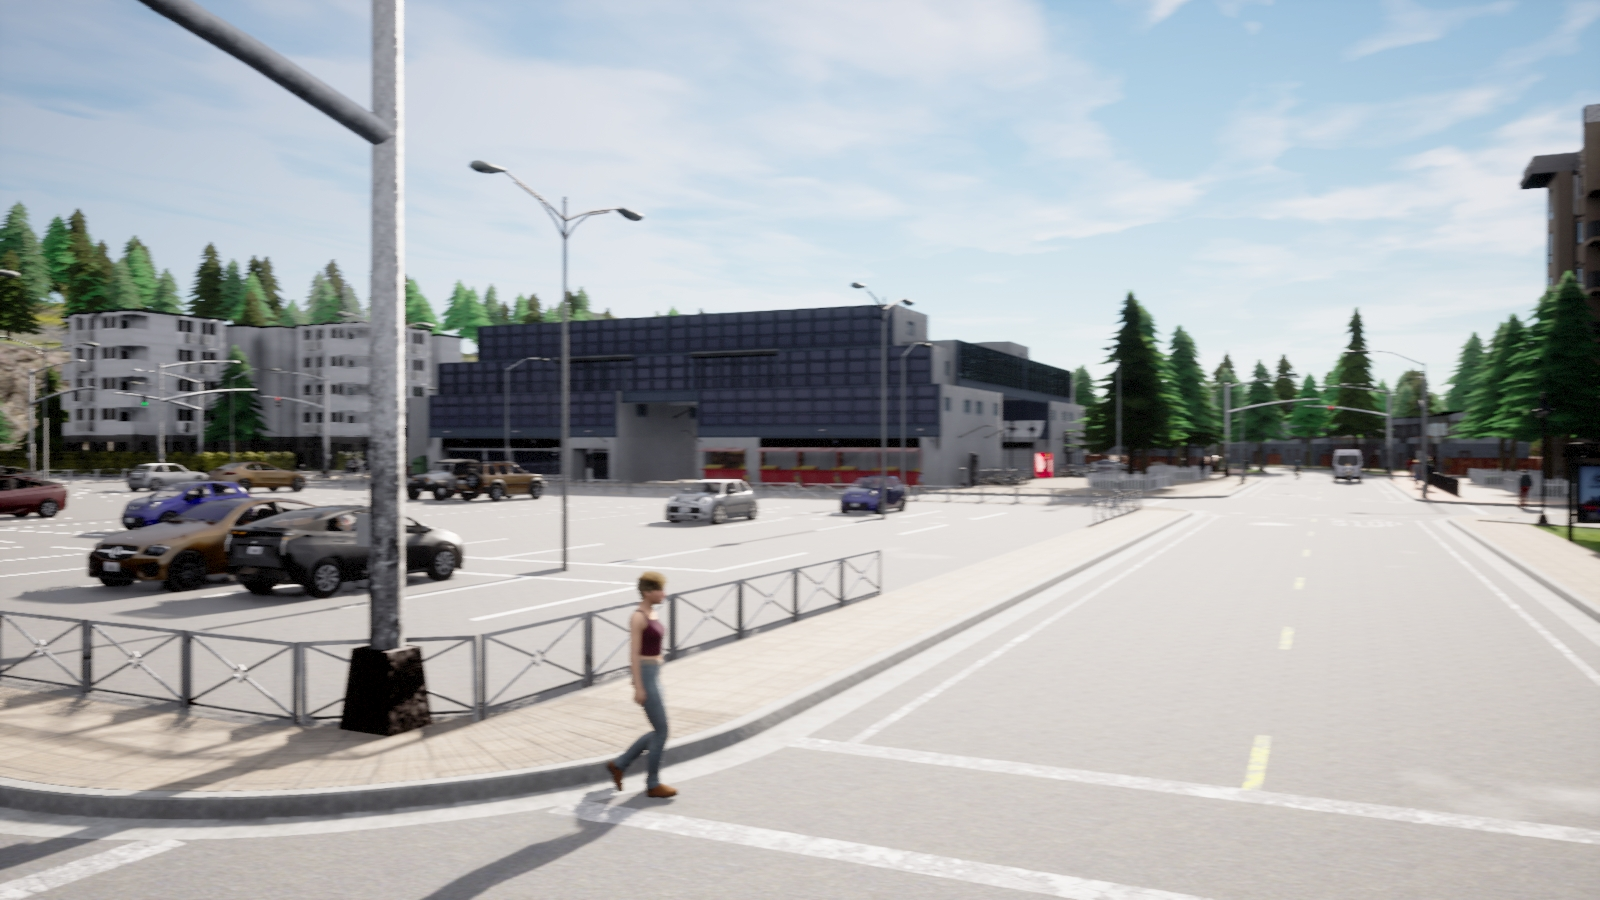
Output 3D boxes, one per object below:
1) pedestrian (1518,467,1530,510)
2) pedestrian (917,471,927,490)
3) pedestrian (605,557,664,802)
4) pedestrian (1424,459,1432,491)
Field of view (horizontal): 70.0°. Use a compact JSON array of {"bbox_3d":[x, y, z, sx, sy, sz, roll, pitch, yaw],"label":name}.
[{"bbox_3d":[31.604,1.674,49.883,0.375,1.860,0.375,0,0,18],"label":"pedestrian"},{"bbox_3d":[7.150,1.787,66.999,0.500,1.100,0.500,0,0,22],"label":"pedestrian"},{"bbox_3d":[-1.312,1.803,9.072,0.375,1.860,0.375,0,0,6],"label":"pedestrian"},{"bbox_3d":[36.632,1.475,66.664,0.375,1.860,0.375,0,0,24],"label":"pedestrian"}]
